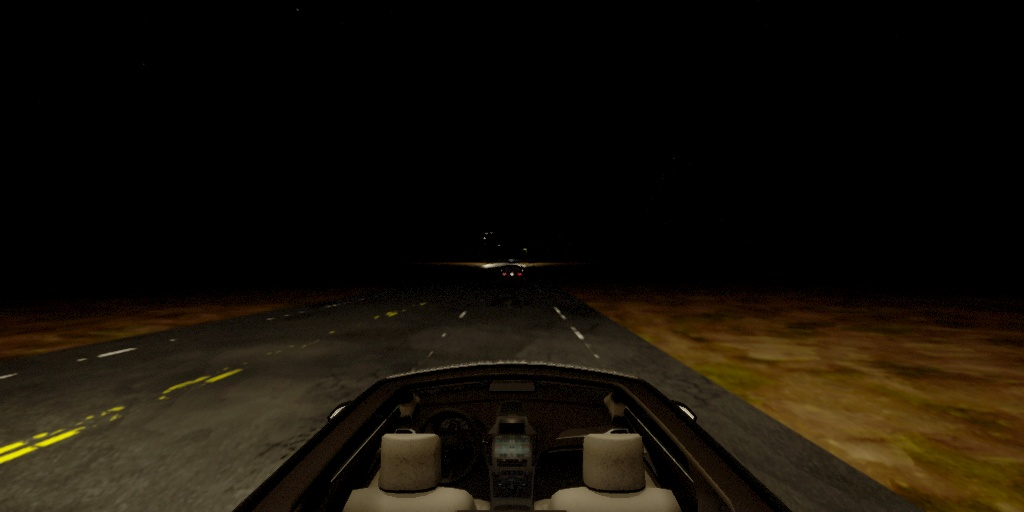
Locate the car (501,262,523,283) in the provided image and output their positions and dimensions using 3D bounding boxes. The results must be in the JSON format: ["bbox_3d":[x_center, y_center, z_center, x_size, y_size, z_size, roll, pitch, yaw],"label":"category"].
[{"bbox_3d":[-0.005,1.503,30.839,2.033,1.411,5.357,0,0,0],"label":"car"}]
